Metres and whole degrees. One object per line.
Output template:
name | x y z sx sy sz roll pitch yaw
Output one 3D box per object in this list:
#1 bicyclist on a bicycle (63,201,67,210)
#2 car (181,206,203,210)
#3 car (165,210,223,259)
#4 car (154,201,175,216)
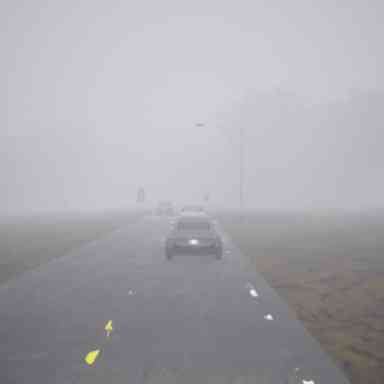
bicyclist on a bicycle | -22.617 2.359 59.358 0.582 1.620 1.656 -1 -1 0
car | 0.063 1.736 26.319 1.895 1.301 4.718 0 -1 0
car | 0.069 1.599 12.765 1.994 1.385 4.181 0 0 0
car | -2.821 1.734 35.056 1.837 1.490 4.892 0 -1 0
